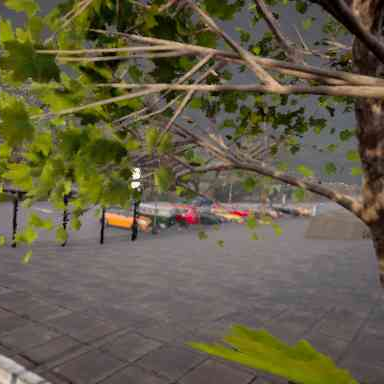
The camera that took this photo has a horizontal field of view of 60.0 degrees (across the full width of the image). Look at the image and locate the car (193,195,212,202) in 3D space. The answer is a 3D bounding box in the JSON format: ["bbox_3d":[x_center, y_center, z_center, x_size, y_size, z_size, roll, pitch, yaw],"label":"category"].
[{"bbox_3d":[1.645,1.641,61.294,2.150,2.045,5.566,7,2,36],"label":"car"}]

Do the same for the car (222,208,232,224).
[{"bbox_3d":[1.651,2.726,37.747,4.674,1.452,2.002,7,2,16],"label":"car"}]

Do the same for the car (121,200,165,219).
[{"bbox_3d":[-5.353,1.918,36.680,2.097,1.767,4.553,7,2,36],"label":"car"}]

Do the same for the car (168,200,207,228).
[{"bbox_3d":[-1.882,2.260,32.870,5.566,2.045,2.435,7,3,16],"label":"car"}]

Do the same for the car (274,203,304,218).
[{"bbox_3d":[15.739,3.154,57.209,5.566,2.045,2.435,7,2,16],"label":"car"}]

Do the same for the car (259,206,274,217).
[{"bbox_3d":[8.683,3.034,47.472,4.892,1.521,2.231,7,3,16],"label":"car"}]

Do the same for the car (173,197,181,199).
[{"bbox_3d":[-2.419,1.605,60.823,1.994,1.385,4.181,7,2,36],"label":"car"}]

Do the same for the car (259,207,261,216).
[{"bbox_3d":[6.952,2.976,45.041,4.792,1.488,2.163,7,2,16],"label":"car"}]

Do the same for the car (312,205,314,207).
[{"bbox_3d":[20.754,3.678,64.570,5.366,1.575,1.946,7,2,16],"label":"car"}]

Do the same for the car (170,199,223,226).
[{"bbox_3d":[-0.053,2.353,35.293,5.566,2.045,2.435,7,2,16],"label":"car"}]

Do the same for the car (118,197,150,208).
[{"bbox_3d":[-8.213,1.485,47.699,1.994,1.385,4.181,7,2,36],"label":"car"}]

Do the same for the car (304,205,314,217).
[{"bbox_3d":[19.362,3.619,62.042,5.366,1.575,1.946,7,2,16],"label":"car"}]

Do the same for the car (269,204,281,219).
[{"bbox_3d":[10.473,2.999,49.895,4.553,1.767,2.185,7,3,16],"label":"car"}]

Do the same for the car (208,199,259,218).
[{"bbox_3d":[5.228,2.612,42.593,5.566,2.045,2.435,7,2,16],"label":"car"}]

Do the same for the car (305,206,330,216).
[{"bbox_3d":[27.927,4.134,74.271,5.008,1.535,2.097,7,2,16],"label":"car"}]

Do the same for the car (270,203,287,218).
[{"bbox_3d":[12.165,3.082,52.355,4.553,1.767,2.185,7,2,16],"label":"car"}]

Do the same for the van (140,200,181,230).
[{"bbox_3d":[-3.748,2.187,30.473,4.442,1.987,1.878,7,3,16],"label":"van"}]

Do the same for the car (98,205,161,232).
[{"bbox_3d":[-5.474,2.207,28.045,4.553,1.767,2.185,7,2,16],"label":"car"}]

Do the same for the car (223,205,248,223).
[{"bbox_3d":[3.596,2.790,40.125,5.366,1.575,1.946,7,2,16],"label":"car"}]
